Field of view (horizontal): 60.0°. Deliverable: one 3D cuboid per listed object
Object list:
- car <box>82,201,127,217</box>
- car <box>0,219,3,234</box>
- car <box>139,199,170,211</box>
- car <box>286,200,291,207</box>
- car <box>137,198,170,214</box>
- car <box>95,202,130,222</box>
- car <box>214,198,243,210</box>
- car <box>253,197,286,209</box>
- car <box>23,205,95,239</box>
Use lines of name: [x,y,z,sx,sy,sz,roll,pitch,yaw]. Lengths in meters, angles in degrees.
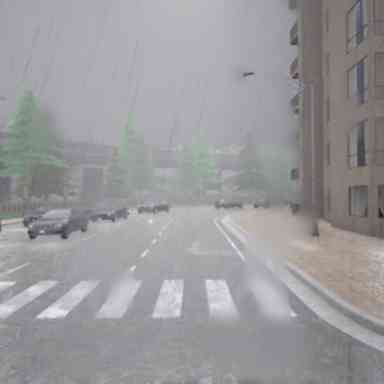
car: [-8.889,1.695,34.395,2.033,1.411,5.357,-1,0,16]
car: [-10.570,1.629,15.170,1.812,1.442,4.674,0,0,1]
car: [-4.885,1.707,43.722,1.994,1.385,4.181,-1,0,30]
car: [13.074,1.527,51.289,4.892,1.490,1.837,0,0,-24]
car: [-4.272,1.471,37.342,2.097,1.767,4.553,-1,0,22]
car: [-6.663,1.657,27.690,2.033,1.411,5.357,0,0,6]
car: [4.996,1.595,45.413,4.674,1.442,1.812,0,0,-42]
car: [10.354,1.591,45.502,4.181,1.385,1.994,0,0,-37]
car: [-7.035,1.610,18.001,1.812,1.442,4.674,0,0,1]
